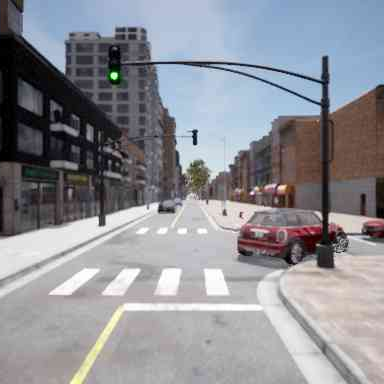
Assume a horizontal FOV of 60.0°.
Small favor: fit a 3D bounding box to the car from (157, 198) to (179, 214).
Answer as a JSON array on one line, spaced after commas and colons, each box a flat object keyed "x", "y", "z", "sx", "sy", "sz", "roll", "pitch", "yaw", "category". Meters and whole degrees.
[{"x": -2.826, "y": 1.631, "z": 37.809, "sx": 1.882, "sy": 1.535, "sz": 5.008, "roll": 0, "pitch": 0, "yaw": 0, "category": "car"}]

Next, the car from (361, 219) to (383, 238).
[{"x": 10.376, "y": 1.581, "z": 15.638, "sx": 4.507, "sy": 1.381, "sz": 1.887, "roll": 0, "pitch": 0, "yaw": 0, "category": "car"}]

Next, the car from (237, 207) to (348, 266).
[{"x": 3.747, "y": 1.392, "z": 12.070, "sx": 4.553, "sy": 1.767, "sz": 2.097, "roll": 0, "pitch": 0, "yaw": -42, "category": "car"}]

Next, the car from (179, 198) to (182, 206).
[{"x": -2.737, "y": 1.842, "z": 60.663, "sx": 1.812, "sy": 1.442, "sz": 4.674, "roll": 0, "pitch": -1, "yaw": 0, "category": "car"}]
